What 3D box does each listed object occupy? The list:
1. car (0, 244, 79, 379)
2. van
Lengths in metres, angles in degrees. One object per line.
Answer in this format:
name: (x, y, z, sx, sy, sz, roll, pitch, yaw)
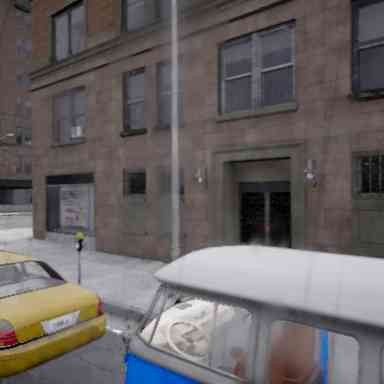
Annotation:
car: (-3.436, 1.517, 5.310, 4.829, 1.417, 1.752, 0, 0, 36)
van: (1.322, 1.341, 1.917, 3.998, 1.788, 1.690, 0, 0, 36)
